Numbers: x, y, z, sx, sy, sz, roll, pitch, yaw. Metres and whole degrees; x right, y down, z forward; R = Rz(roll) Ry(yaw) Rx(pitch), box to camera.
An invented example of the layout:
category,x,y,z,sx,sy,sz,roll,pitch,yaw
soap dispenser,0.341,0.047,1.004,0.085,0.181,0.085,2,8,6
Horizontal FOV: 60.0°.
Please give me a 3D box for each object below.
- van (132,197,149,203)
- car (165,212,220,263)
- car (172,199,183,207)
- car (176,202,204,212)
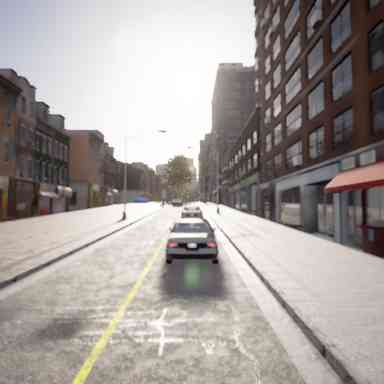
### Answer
category,x,y,z,sx,sy,sz,roll,pitch,yaw
van,-12.925,2.271,84.147,3.998,1.788,1.690,0,-3,0
car,0.008,1.692,12.591,2.033,1.411,5.357,0,-1,0
car,-2.780,1.978,63.227,1.882,1.535,5.008,0,-1,0
car,0.006,1.822,27.600,2.033,1.411,5.357,0,0,0
